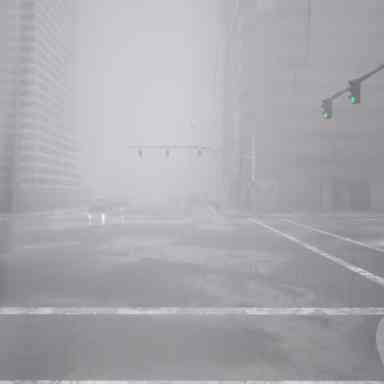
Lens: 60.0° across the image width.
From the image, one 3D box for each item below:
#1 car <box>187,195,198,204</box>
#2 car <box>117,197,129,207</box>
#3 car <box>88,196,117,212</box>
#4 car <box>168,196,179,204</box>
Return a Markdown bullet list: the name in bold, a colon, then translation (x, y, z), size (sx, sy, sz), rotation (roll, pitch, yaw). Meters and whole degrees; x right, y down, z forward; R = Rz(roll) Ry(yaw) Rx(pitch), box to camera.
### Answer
- **car**: translation (0.063, 1.347, 63.504), size (2.097, 1.767, 4.553), rotation (0, 0, 0)
- **car**: translation (-10.620, 1.522, 49.635), size (1.812, 1.442, 4.674), rotation (0, 0, 0)
- **car**: translation (-10.624, 1.502, 39.376), size (1.837, 1.490, 4.892), rotation (0, 0, 0)
- **car**: translation (-3.540, 1.487, 63.175), size (2.128, 1.511, 4.902), rotation (0, 0, 0)
